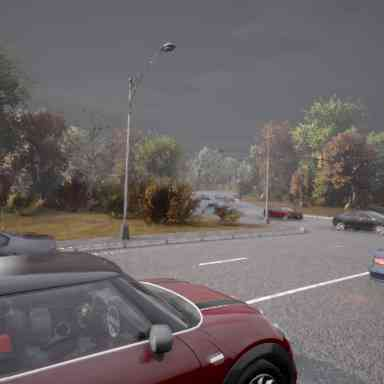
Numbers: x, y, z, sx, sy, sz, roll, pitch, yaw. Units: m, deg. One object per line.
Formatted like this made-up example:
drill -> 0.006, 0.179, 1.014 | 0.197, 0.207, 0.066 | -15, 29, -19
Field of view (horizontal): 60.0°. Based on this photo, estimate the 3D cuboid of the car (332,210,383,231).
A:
car -> 12.005, 2.063, 22.783 | 1.837, 1.490, 4.892 | 3, -2, -29

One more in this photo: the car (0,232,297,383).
car -> -1.145, 1.354, 2.929 | 4.553, 1.767, 2.097 | 0, 0, -36

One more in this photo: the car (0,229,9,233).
car -> -6.134, 1.546, 8.205 | 5.357, 1.411, 2.033 | 0, 0, -35

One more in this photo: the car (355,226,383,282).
car -> 6.612, 1.665, 8.480 | 5.357, 1.411, 2.033 | 2, -1, -36

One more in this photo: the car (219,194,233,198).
car -> 7.540, 1.572, 69.288 | 1.837, 1.490, 4.892 | 2, 3, -7

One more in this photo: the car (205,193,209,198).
car -> 3.011, 1.058, 78.414 | 2.128, 1.511, 4.902 | 2, 2, -1

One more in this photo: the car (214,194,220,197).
car -> 6.466, 1.180, 79.493 | 1.994, 1.385, 4.181 | 2, 2, -1

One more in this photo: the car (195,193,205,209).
car -> -0.166, 1.462, 52.913 | 2.150, 2.045, 5.566 | 2, 1, -14

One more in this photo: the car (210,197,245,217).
car -> 4.375, 1.922, 38.885 | 2.097, 1.767, 4.553 | 3, 0, -21

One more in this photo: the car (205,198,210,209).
car -> 3.914, 2.076, 51.144 | 1.895, 1.301, 4.718 | 3, 1, -15

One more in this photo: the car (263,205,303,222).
car -> 9.620, 2.236, 35.375 | 1.882, 1.535, 5.008 | 3, -1, -24
